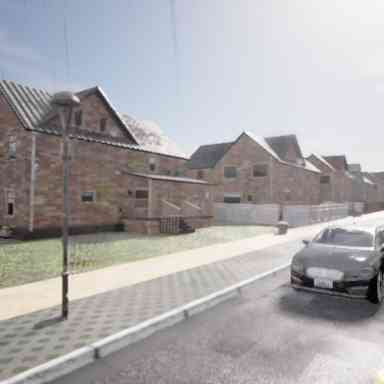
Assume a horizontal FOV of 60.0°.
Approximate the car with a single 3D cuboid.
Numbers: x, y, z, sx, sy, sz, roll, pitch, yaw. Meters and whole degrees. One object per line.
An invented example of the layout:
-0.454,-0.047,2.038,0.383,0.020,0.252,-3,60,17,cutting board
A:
4.168,1.623,8.725,2.128,1.511,4.902,-1,-1,38,car
